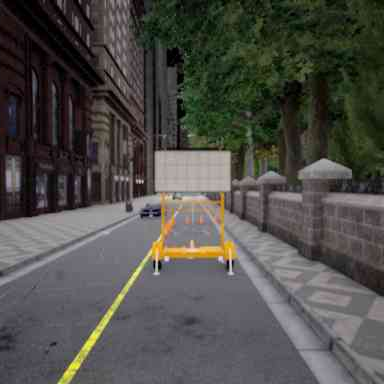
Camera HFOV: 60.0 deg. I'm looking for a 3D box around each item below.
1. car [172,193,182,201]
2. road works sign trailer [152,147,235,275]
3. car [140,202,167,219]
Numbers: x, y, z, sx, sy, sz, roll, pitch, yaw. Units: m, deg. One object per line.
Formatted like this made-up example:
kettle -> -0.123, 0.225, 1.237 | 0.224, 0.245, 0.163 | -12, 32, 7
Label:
car -> -3.092, 1.046, 68.978 | 1.812, 1.442, 4.674 | 0, 1, 0
road works sign trailer -> 0.026, 0.432, 10.324 | 2.380, 3.560, 2.880 | 0, 0, -1
car -> -3.135, 1.487, 27.650 | 1.895, 1.301, 4.718 | 0, 0, 0
